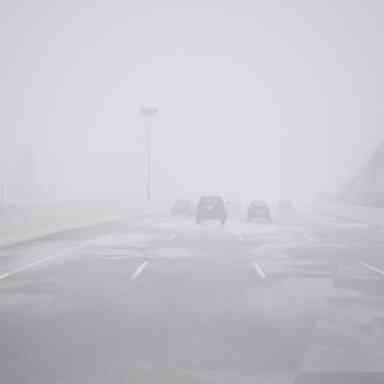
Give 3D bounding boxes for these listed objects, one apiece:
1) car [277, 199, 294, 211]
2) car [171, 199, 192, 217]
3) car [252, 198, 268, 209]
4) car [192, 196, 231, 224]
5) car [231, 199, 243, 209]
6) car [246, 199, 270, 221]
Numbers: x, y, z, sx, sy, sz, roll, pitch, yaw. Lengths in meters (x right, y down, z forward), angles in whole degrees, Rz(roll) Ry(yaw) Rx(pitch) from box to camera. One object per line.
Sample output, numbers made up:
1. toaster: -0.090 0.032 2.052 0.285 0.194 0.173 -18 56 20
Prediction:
1. car: 12.445 1.747 44.388 1.837 1.490 4.892 -1 0 15
2. car: -0.606 1.488 32.912 2.097 1.767 4.553 0 0 10
3. car: 10.290 1.733 50.042 1.882 1.535 5.008 0 0 16
4. car: 1.691 1.341 26.318 2.150 2.045 5.566 0 0 9
5. car: 6.408 1.713 49.146 1.882 1.535 5.008 0 0 16
6. car: 5.783 1.640 29.102 2.128 1.511 4.902 0 0 10
